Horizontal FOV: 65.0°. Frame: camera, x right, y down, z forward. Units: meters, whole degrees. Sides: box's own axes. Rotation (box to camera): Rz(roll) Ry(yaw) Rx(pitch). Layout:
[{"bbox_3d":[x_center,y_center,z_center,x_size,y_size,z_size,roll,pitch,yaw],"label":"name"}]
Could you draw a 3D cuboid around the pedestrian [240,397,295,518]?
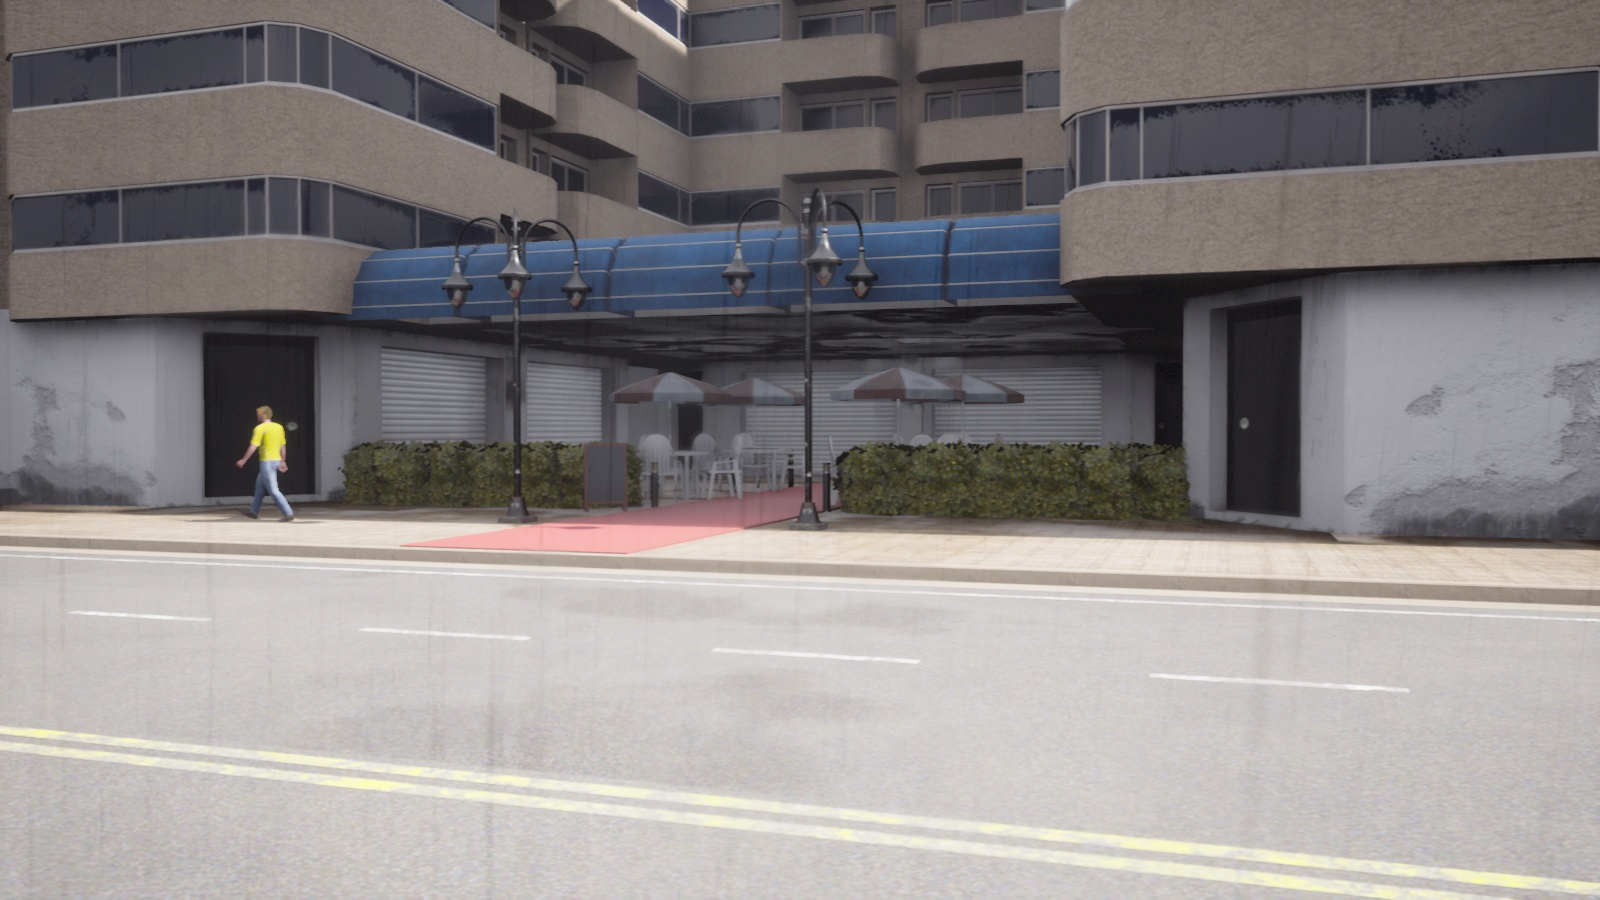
[{"bbox_3d":[-8.178,0.111,19.280,0.706,1.836,0.354,1,1,15],"label":"pedestrian"}]
